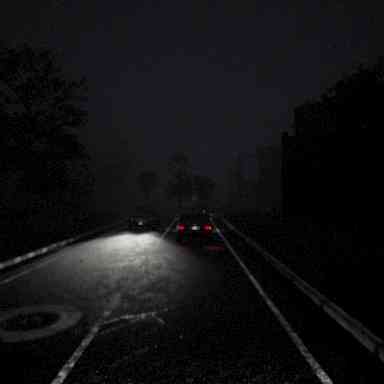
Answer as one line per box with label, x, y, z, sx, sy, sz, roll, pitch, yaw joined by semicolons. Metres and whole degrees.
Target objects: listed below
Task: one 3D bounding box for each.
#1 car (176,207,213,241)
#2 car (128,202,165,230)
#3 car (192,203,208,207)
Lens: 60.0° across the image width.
car;0.122;1.729;17.792;2.033;1.411;5.357;0;-1;0
car;-3.212;1.730;23.250;2.128;1.511;4.902;0;-1;0
car;0.836;1.895;34.592;2.033;1.411;5.357;0;0;8
